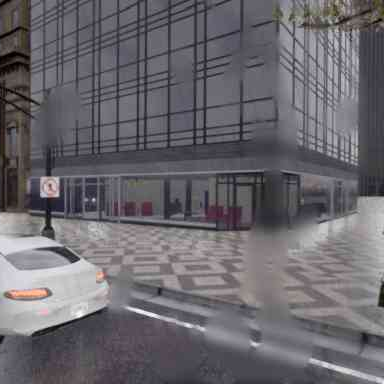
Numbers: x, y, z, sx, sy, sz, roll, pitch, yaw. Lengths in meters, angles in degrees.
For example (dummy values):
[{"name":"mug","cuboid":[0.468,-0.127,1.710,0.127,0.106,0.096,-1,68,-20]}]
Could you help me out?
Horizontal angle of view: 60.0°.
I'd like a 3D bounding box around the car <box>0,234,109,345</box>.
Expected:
[{"name":"car","cuboid":[-3.522,1.524,6.190,4.674,1.442,1.812,0,0,35]}]
